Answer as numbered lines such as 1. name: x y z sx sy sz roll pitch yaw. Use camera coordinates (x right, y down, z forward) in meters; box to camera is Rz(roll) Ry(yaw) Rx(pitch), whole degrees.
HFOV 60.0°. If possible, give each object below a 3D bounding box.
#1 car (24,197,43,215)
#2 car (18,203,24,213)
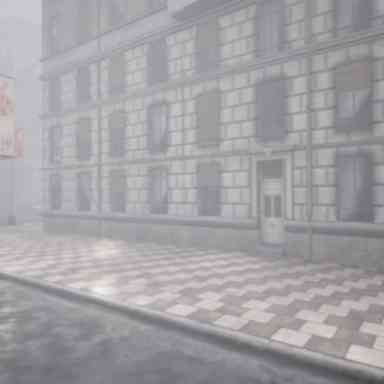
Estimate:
1. car: -16.286 1.686 38.298 2.097 1.767 4.553 -1 0 36
2. car: -18.479 1.588 41.246 2.150 2.045 5.566 -1 0 36
